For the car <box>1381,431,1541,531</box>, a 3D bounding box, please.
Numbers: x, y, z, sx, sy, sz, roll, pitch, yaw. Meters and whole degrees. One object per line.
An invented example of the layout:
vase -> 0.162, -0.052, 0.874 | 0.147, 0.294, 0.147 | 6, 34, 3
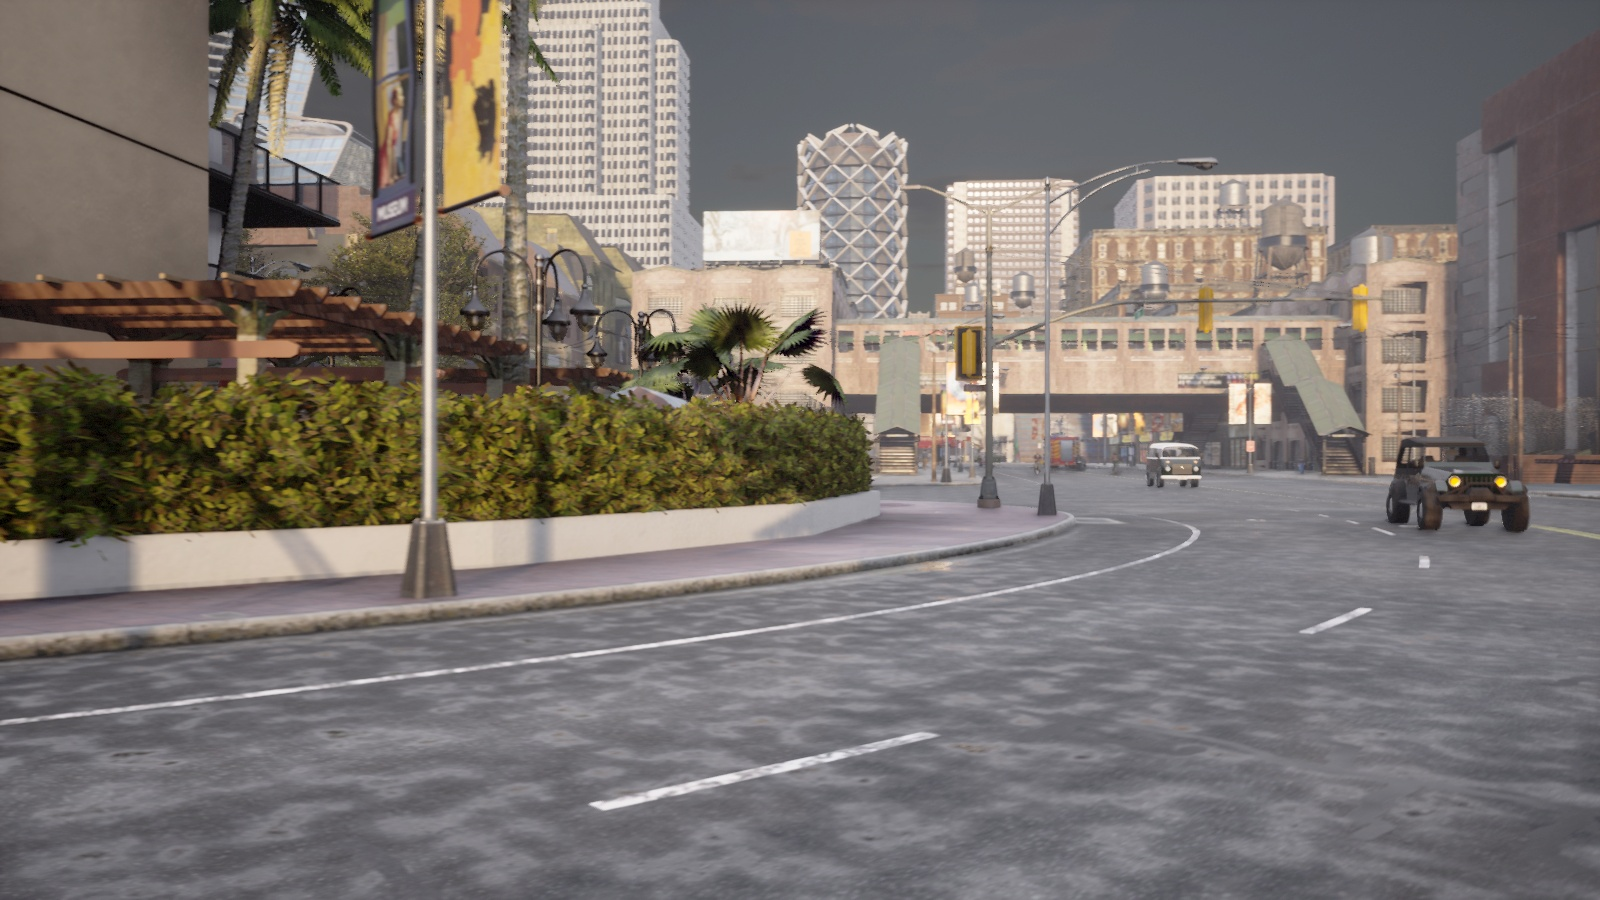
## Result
car -> 13.448, 0.589, 25.807 | 1.905, 1.878, 3.866 | 0, 0, 12

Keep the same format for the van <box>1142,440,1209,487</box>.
van -> 16.955, 0.610, 56.933 | 2.069, 2.038, 4.480 | 0, 0, 6
